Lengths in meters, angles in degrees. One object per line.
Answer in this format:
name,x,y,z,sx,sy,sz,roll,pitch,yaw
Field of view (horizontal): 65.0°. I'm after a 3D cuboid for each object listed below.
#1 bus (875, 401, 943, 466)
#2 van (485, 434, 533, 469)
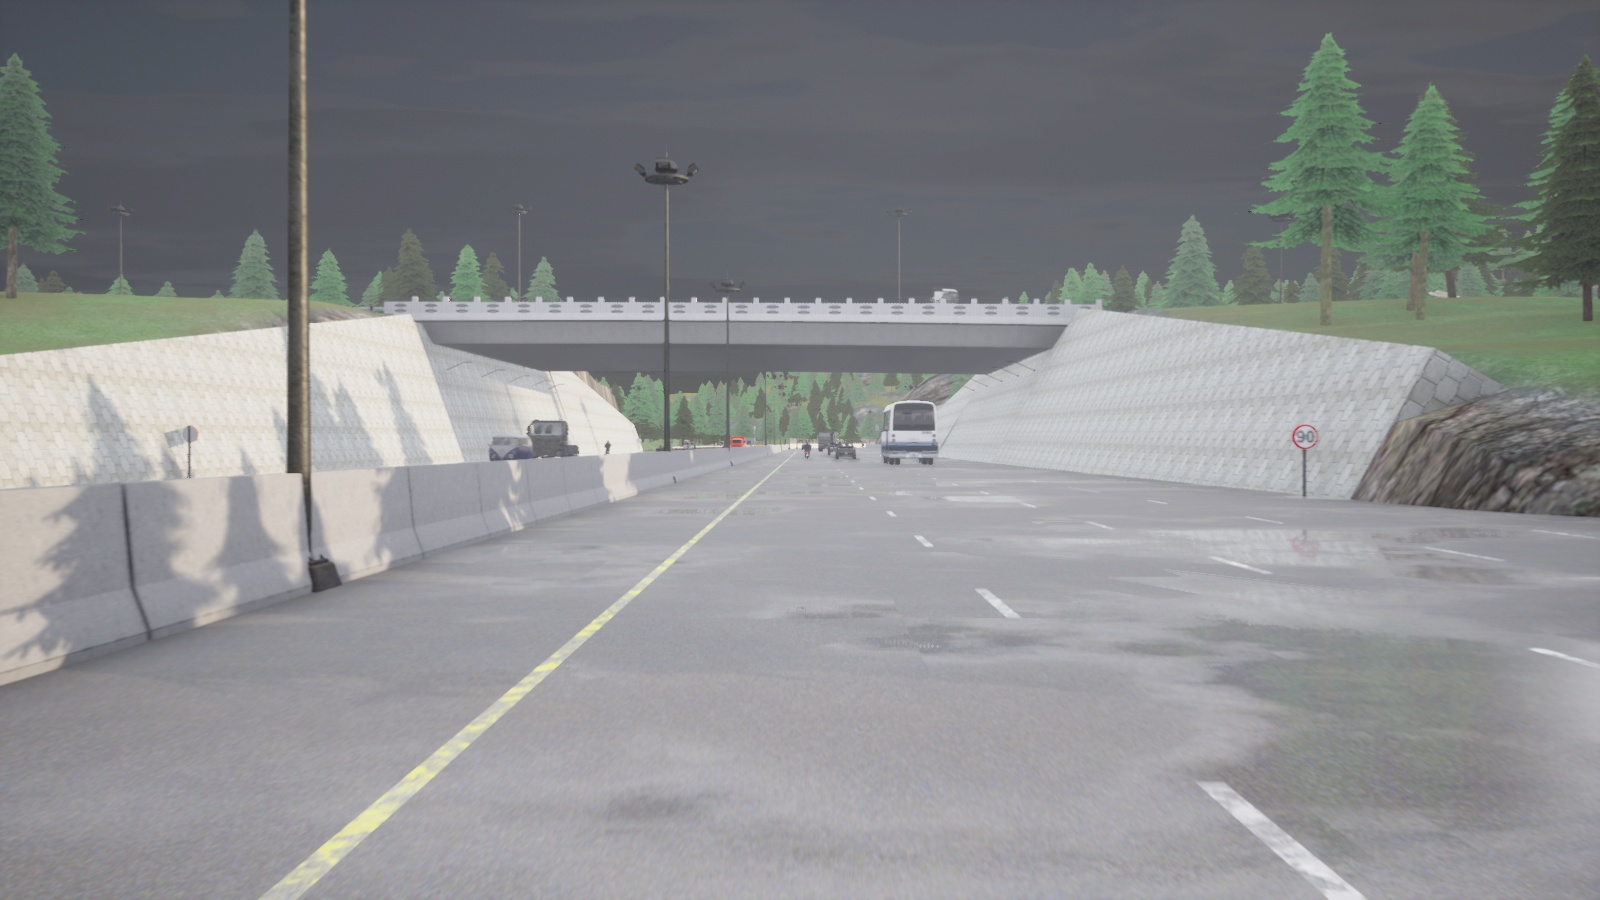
bus,7.518,-1.121,88.143,3.944,4.253,10.273,0,0,0
van,-17.065,0.068,73.874,1.775,1.987,4.442,0,0,0
